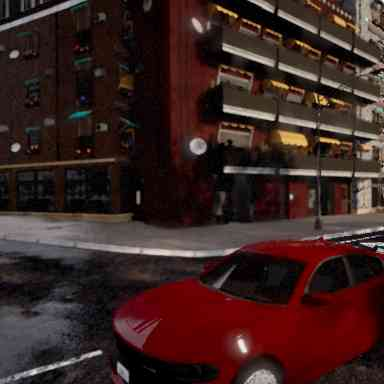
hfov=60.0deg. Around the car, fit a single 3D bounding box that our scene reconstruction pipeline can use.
[{"bbox_3d":[1.350,1.460,4.696,5.008,1.535,1.882,0,0,-36],"label":"car"}]
